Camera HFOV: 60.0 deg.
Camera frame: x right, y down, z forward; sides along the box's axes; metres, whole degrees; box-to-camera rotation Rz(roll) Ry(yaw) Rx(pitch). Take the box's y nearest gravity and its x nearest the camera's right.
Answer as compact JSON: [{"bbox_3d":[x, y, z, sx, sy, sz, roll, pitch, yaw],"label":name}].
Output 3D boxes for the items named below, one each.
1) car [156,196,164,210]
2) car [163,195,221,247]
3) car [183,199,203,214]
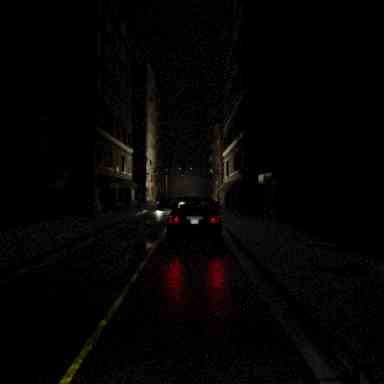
[{"bbox_3d":[-3.074,1.253,40.218,2.097,1.767,4.553,0,0,0],"label":"car"},{"bbox_3d":[0.094,1.192,15.094,2.150,2.045,5.566,0,0,0],"label":"car"},{"bbox_3d":[0.087,1.465,35.506,2.033,1.411,5.357,0,0,0],"label":"car"}]
